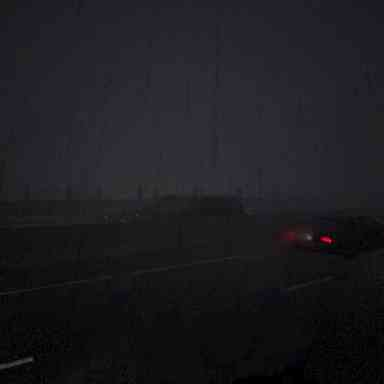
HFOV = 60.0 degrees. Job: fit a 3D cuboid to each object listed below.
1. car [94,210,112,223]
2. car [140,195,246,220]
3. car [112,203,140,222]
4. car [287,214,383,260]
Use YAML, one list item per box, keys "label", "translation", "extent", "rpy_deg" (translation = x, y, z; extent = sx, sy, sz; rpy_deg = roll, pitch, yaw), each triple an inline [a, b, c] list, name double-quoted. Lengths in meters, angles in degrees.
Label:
- label: "car"
  translation: [-4.122, 1.481, 22.697]
  extent: [5.008, 1.535, 1.882]
  rpy_deg: [0, 0, -36]
- label: "car"
  translation: [0.412, 1.222, 17.343]
  extent: [5.566, 2.045, 2.150]
  rpy_deg: [0, 0, -37]
- label: "car"
  translation: [-1.654, 1.223, 20.170]
  extent: [5.566, 2.045, 2.150]
  rpy_deg: [0, 0, -37]
- label: "car"
  translation: [5.827, 1.544, 12.403]
  extent: [5.357, 1.411, 2.033]
  rpy_deg: [0, 0, -37]
